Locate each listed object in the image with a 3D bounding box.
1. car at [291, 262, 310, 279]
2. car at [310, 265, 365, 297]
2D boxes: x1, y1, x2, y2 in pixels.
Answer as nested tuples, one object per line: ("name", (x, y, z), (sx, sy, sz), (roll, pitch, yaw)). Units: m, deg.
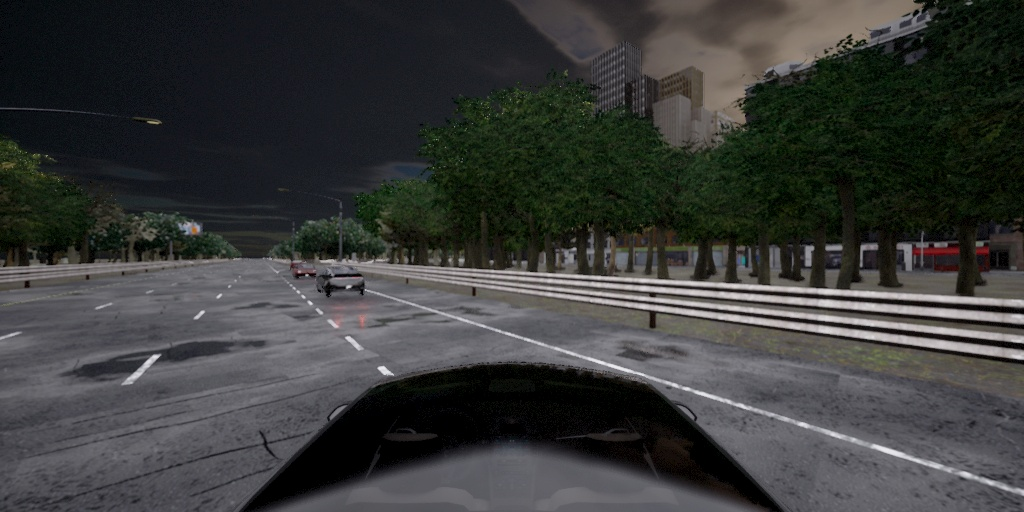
("car", (-20.274, 1.488, 35.040), (1.895, 1.301, 4.718), (0, 0, -35))
("car", (-9.402, 1.316, 19.549), (2.128, 1.511, 4.902), (0, 0, -35))
